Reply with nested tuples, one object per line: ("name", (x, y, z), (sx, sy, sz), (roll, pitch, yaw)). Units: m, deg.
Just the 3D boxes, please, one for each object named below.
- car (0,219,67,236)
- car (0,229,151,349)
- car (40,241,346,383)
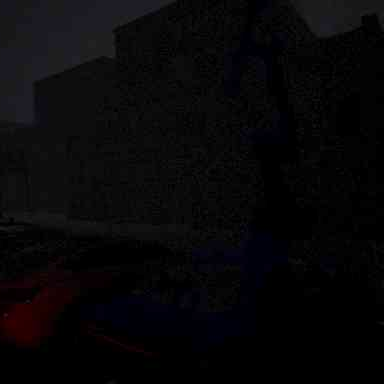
("car", (-3.812, 1.553, 8.077), (2.231, 1.521, 4.892), (-1, 0, 36))
("car", (-1.532, 1.554, 6.490), (2.163, 1.488, 4.792), (-1, 0, 36))
("car", (0.810, 1.498, 4.773), (2.097, 1.535, 5.008), (-1, 0, 36))
